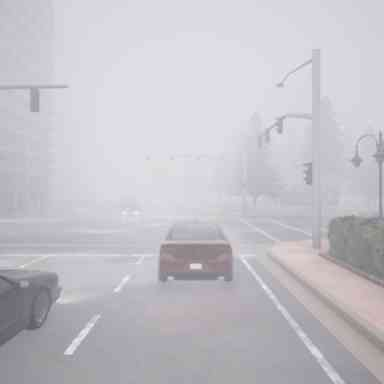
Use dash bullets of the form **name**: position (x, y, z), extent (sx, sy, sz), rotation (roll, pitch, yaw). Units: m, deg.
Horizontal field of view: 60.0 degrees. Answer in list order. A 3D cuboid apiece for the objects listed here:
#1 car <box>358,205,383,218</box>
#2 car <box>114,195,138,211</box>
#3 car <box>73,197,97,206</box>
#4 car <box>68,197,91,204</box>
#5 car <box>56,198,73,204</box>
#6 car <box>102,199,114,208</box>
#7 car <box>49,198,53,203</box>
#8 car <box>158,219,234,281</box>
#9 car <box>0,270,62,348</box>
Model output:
- **car**: position (15.621, 1.731, 26.257), extent (4.674, 1.442, 1.812), rotation (0, 0, 0)
- **car**: position (-9.035, 1.486, 46.383), extent (2.150, 2.045, 5.566), rotation (0, 0, -20)
- **car**: position (-20.090, 1.855, 63.756), extent (4.902, 1.511, 2.128), rotation (0, 0, 43)
- **car**: position (-25.761, 1.911, 76.064), extent (5.008, 1.535, 1.882), rotation (0, 0, 24)
- **car**: position (-27.141, 1.955, 72.855), extent (5.357, 1.411, 2.033), rotation (0, 0, 24)
- **car**: position (-13.405, 1.865, 55.733), extent (2.033, 1.411, 5.357), rotation (0, 0, -33)
- **car**: position (-35.586, 1.921, 79.542), extent (4.181, 1.385, 1.994), rotation (0, 0, 9)
- **car**: position (0.100, 1.535, 10.028), extent (1.882, 1.535, 5.008), rotation (0, 0, 0)
- **car**: position (-3.423, 1.571, 3.917), extent (2.033, 1.411, 5.357), rotation (0, 0, 0)
